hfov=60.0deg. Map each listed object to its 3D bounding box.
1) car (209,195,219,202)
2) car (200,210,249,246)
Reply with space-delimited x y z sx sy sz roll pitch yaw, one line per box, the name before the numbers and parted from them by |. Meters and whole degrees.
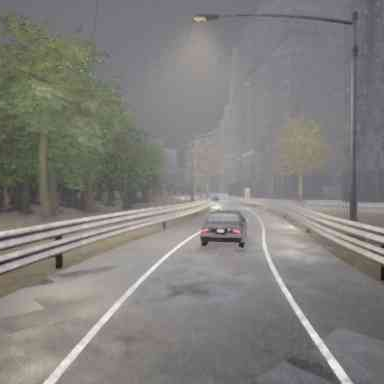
car | 4.667 1.420 74.220 1.882 1.535 5.008 0 0 -9
car | 1.578 1.554 15.343 2.033 1.411 5.357 0 0 11
